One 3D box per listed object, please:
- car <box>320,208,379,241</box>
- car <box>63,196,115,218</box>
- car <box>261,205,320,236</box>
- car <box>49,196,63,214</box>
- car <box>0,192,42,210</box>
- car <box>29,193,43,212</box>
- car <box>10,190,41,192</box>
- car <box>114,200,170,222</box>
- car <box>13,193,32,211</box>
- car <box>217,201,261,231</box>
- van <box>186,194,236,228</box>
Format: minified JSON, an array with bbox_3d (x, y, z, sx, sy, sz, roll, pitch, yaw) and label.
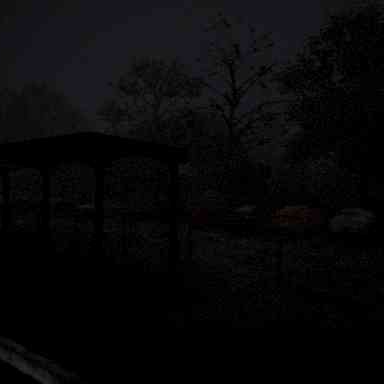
[{"bbox_3d":[8.245,1.532,16.838,2.002,1.452,4.674,1,1,35],"label":"car"},{"bbox_3d":[-7.691,1.229,27.951,1.946,1.575,5.366,1,1,35],"label":"car"},{"bbox_3d":[5.982,1.454,18.444,2.097,1.535,5.008,1,1,35],"label":"car"},{"bbox_3d":[-9.828,1.224,29.735,2.163,1.488,4.792,1,1,35],"label":"car"},{"bbox_3d":[-16.626,1.084,34.542,2.097,1.535,5.008,1,1,35],"label":"car"},{"bbox_3d":[-12.102,1.159,31.325,2.231,1.521,4.892,1,1,35],"label":"car"},{"bbox_3d":[-18.904,0.795,36.122,2.435,2.045,5.566,1,1,35],"label":"car"},{"bbox_3d":[-3.077,1.335,24.861,2.163,1.488,4.792,1,1,35],"label":"car"},{"bbox_3d":[-14.364,1.121,32.933,2.097,1.535,5.008,1,1,35],"label":"car"},{"bbox_3d":[3.720,1.457,20.056,2.002,1.452,4.674,1,1,35],"label":"car"},{"bbox_3d":[1.532,1.154,21.760,1.878,1.987,4.442,1,1,35],"label":"van"}]
